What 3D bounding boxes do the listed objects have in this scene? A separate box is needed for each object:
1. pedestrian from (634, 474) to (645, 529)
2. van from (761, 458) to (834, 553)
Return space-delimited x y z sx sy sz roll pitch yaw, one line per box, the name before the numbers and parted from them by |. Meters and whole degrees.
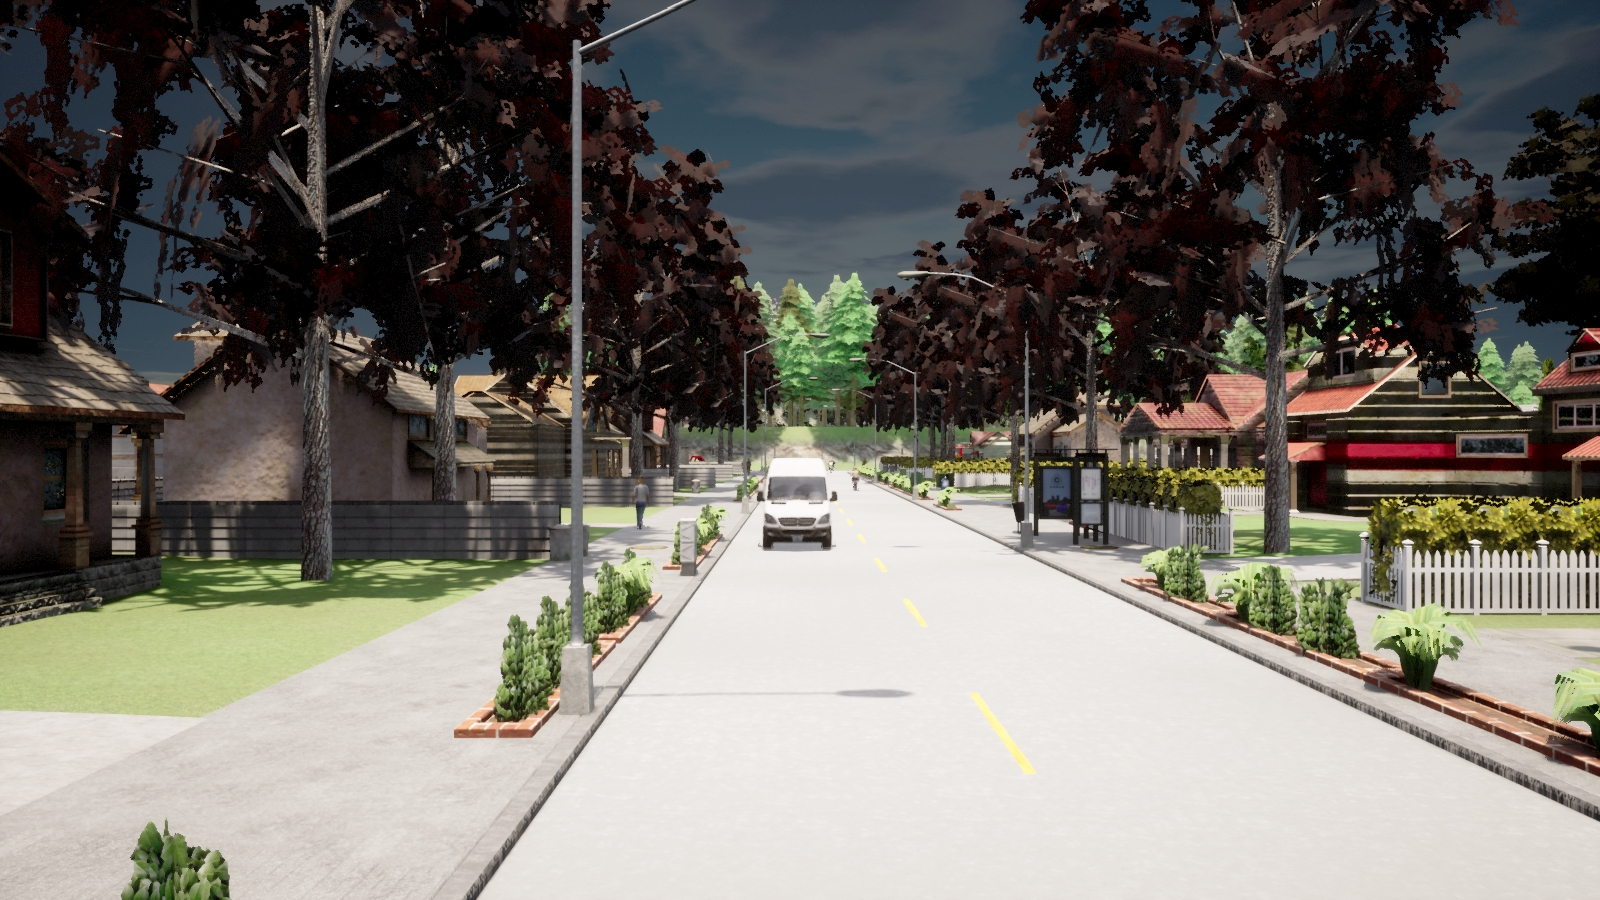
pedestrian | -5.500 1.743 39.105 0.375 1.860 0.375 0 0 -10
van | -0.072 1.534 34.126 1.988 2.561 5.915 0 0 0
